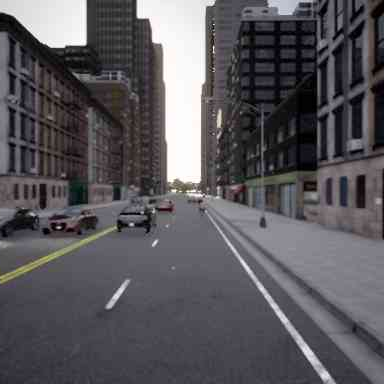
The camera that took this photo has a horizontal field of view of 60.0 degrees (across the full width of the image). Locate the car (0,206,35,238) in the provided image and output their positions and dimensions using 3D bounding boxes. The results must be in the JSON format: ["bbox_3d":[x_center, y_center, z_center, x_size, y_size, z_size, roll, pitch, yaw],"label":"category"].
[{"bbox_3d":[-9.846,1.525,17.863,1.812,1.442,4.674,0,0,0],"label":"car"}]

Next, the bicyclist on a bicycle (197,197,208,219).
[{"bbox_3d":[0.880,1.436,27.618,0.866,1.612,1.509,0,1,0],"label":"bicyclist on a bicycle"}]

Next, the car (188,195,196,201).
[{"bbox_3d":[-0.008,1.555,85.696,1.994,1.385,4.181,0,0,0],"label":"car"}]

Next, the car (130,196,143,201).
[{"bbox_3d":[-9.788,1.506,58.964,1.837,1.490,4.892,0,0,1],"label":"car"}]

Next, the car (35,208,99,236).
[{"bbox_3d":[-6.596,1.563,18.432,1.994,1.385,4.181,0,0,0],"label":"car"}]

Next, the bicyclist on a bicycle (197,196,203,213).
[{"bbox_3d":[0.890,1.373,36.663,0.659,1.776,1.843,0,0,0],"label":"bicyclist on a bicycle"}]

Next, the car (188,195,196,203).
[{"bbox_3d":[-0.007,1.547,70.709,2.033,1.411,5.357,0,0,0],"label":"car"}]

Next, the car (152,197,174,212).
[{"bbox_3d":[-3.153,1.566,38.985,1.994,1.385,4.181,0,0,0],"label":"car"}]

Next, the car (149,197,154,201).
[{"bbox_3d":[-6.529,1.554,58.968,2.033,1.411,5.357,0,0,1],"label":"car"}]

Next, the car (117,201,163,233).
[{"bbox_3d":[-3.151,1.491,19.754,2.128,1.511,4.902,0,0,0],"label":"car"}]
